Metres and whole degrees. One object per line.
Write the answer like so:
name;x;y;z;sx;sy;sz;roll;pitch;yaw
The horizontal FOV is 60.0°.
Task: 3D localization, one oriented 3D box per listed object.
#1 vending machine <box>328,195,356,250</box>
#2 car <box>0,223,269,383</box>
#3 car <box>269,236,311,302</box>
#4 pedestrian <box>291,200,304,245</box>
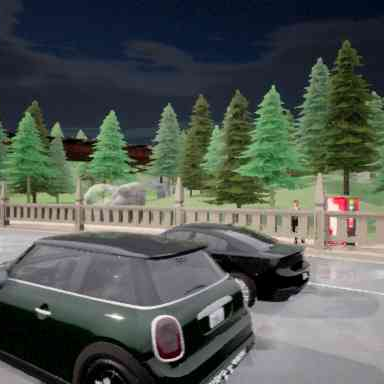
vending machine;6.079;1.195;13.466;0.880;2.100;1.100;0;0;33
car;-1.514;1.353;4.710;4.553;1.767;2.097;0;0;33
car;0.137;1.477;7.829;5.008;1.535;1.882;0;0;33
pedestrian;4.087;1.142;12.993;0.375;1.860;0.375;0;0;33
